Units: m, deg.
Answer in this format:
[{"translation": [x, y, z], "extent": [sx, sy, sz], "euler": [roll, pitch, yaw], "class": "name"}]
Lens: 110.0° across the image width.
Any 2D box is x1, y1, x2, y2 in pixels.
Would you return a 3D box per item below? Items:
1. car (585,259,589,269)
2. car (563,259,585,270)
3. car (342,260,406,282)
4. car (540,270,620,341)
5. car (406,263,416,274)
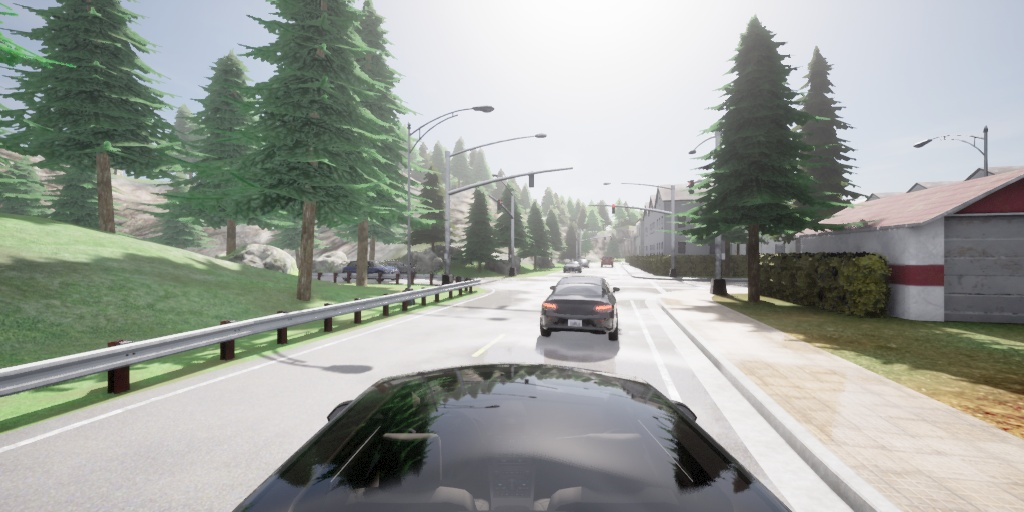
[{"translation": [11.218, 1.241, 56.949], "extent": [2.128, 1.511, 4.902], "euler": [0, 0, 16], "class": "car"}, {"translation": [7.363, 1.314, 43.195], "extent": [1.994, 1.385, 4.181], "euler": [0, 0, 16], "class": "car"}, {"translation": [-11.349, 1.117, 29.000], "extent": [4.553, 1.767, 2.097], "euler": [0, 0, 15], "class": "car"}, {"translation": [1.960, 1.276, 9.924], "extent": [1.812, 1.442, 4.674], "euler": [0, 0, 15], "class": "car"}, {"translation": [-11.129, 1.257, 32.668], "extent": [4.902, 1.511, 2.128], "euler": [0, 0, 16], "class": "car"}]
